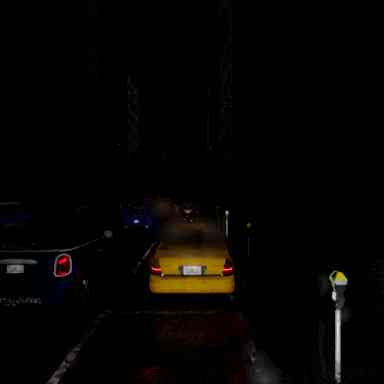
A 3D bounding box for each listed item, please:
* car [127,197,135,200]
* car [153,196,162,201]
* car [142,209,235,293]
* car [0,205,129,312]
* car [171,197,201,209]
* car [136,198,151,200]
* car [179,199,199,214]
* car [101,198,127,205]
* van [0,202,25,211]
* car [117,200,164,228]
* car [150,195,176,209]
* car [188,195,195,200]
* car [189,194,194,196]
[{"bbox_3d":[-8.815,1.591,41.985,1.802,1.307,4.206,0,0,0],"label":"car"},{"bbox_3d":[-8.782,1.643,84.589,1.802,1.307,4.206,0,0,0],"label":"car"},{"bbox_3d":[0.005,1.457,8.840,1.801,1.575,5.366,0,0,0],"label":"car"},{"bbox_3d":[-3.044,1.352,7.880,2.097,1.767,4.553,0,0,0],"label":"car"},{"bbox_3d":[-0.290,1.443,25.481,1.967,1.590,4.097,0,0,0],"label":"car"},{"bbox_3d":[-6.164,1.537,46.609,1.812,1.442,4.674,0,0,0],"label":"car"},{"bbox_3d":[-0.290,1.558,36.484,2.008,1.369,4.403,0,0,0],"label":"car"},{"bbox_3d":[-8.815,1.573,36.483,1.947,1.339,4.313,0,0,0],"label":"car"},{"bbox_3d":[-8.815,1.342,14.478,1.690,1.788,3.998,0,0,0],"label":"van"},{"bbox_3d":[-3.046,1.480,20.687,1.882,1.535,5.008,0,0,0],"label":"car"},{"bbox_3d":[-3.145,1.464,36.849,1.801,1.575,5.366,0,0,0],"label":"car"},{"bbox_3d":[-0.237,1.636,95.394,2.008,1.369,4.403,0,0,0],"label":"car"},{"bbox_3d":[-0.257,1.501,84.576,1.967,1.590,4.097,0,0,0],"label":"car"}]
